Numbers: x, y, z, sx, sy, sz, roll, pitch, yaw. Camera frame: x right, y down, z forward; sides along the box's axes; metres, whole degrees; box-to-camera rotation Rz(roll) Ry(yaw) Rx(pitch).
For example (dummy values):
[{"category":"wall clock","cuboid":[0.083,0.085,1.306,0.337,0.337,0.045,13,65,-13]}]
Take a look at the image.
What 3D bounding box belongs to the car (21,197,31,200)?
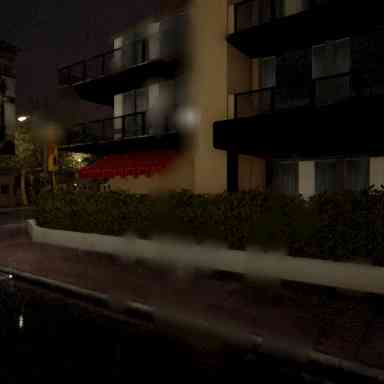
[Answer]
[{"category":"car","cuboid":[-35.601,1.481,67.658,4.892,1.521,2.231,0,0,36]}]
